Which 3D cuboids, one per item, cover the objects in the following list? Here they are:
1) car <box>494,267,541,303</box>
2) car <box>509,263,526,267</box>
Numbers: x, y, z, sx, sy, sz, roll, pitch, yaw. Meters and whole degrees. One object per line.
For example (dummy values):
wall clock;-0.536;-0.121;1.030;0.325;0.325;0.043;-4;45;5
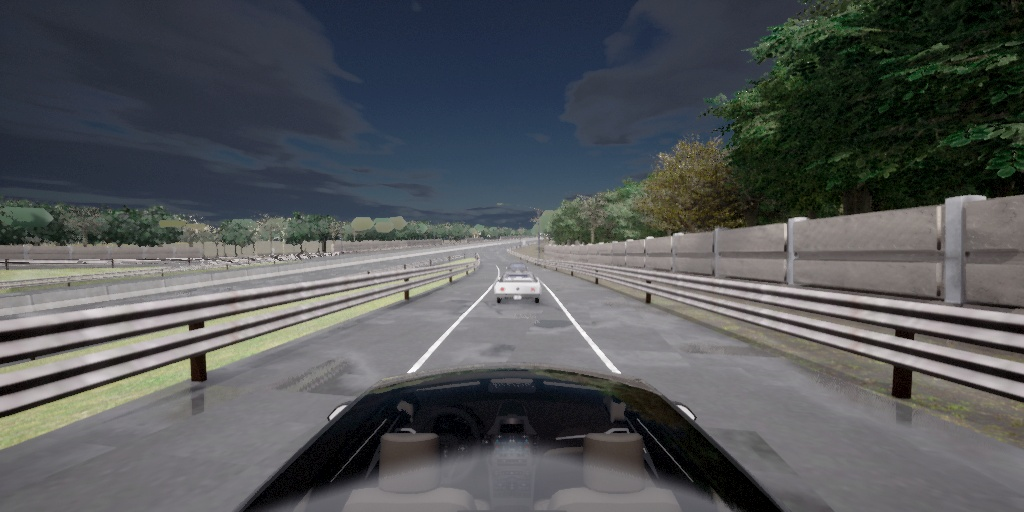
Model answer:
car;0.296;1.352;16.438;1.895;1.301;4.718;0;0;2
car;0.467;1.280;31.488;2.033;1.411;5.357;0;0;0
